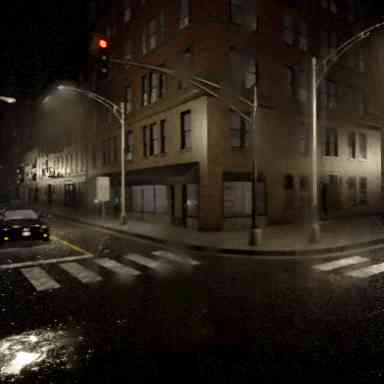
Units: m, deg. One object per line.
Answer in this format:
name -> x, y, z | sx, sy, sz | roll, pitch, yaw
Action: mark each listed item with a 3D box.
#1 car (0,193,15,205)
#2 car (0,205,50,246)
car -> -14.329, 1.132, 24.160 | 2.150, 2.045, 5.566 | -1, 1, -36
car -> -7.875, 1.506, 15.150 | 1.994, 1.385, 4.181 | -1, 1, -35
